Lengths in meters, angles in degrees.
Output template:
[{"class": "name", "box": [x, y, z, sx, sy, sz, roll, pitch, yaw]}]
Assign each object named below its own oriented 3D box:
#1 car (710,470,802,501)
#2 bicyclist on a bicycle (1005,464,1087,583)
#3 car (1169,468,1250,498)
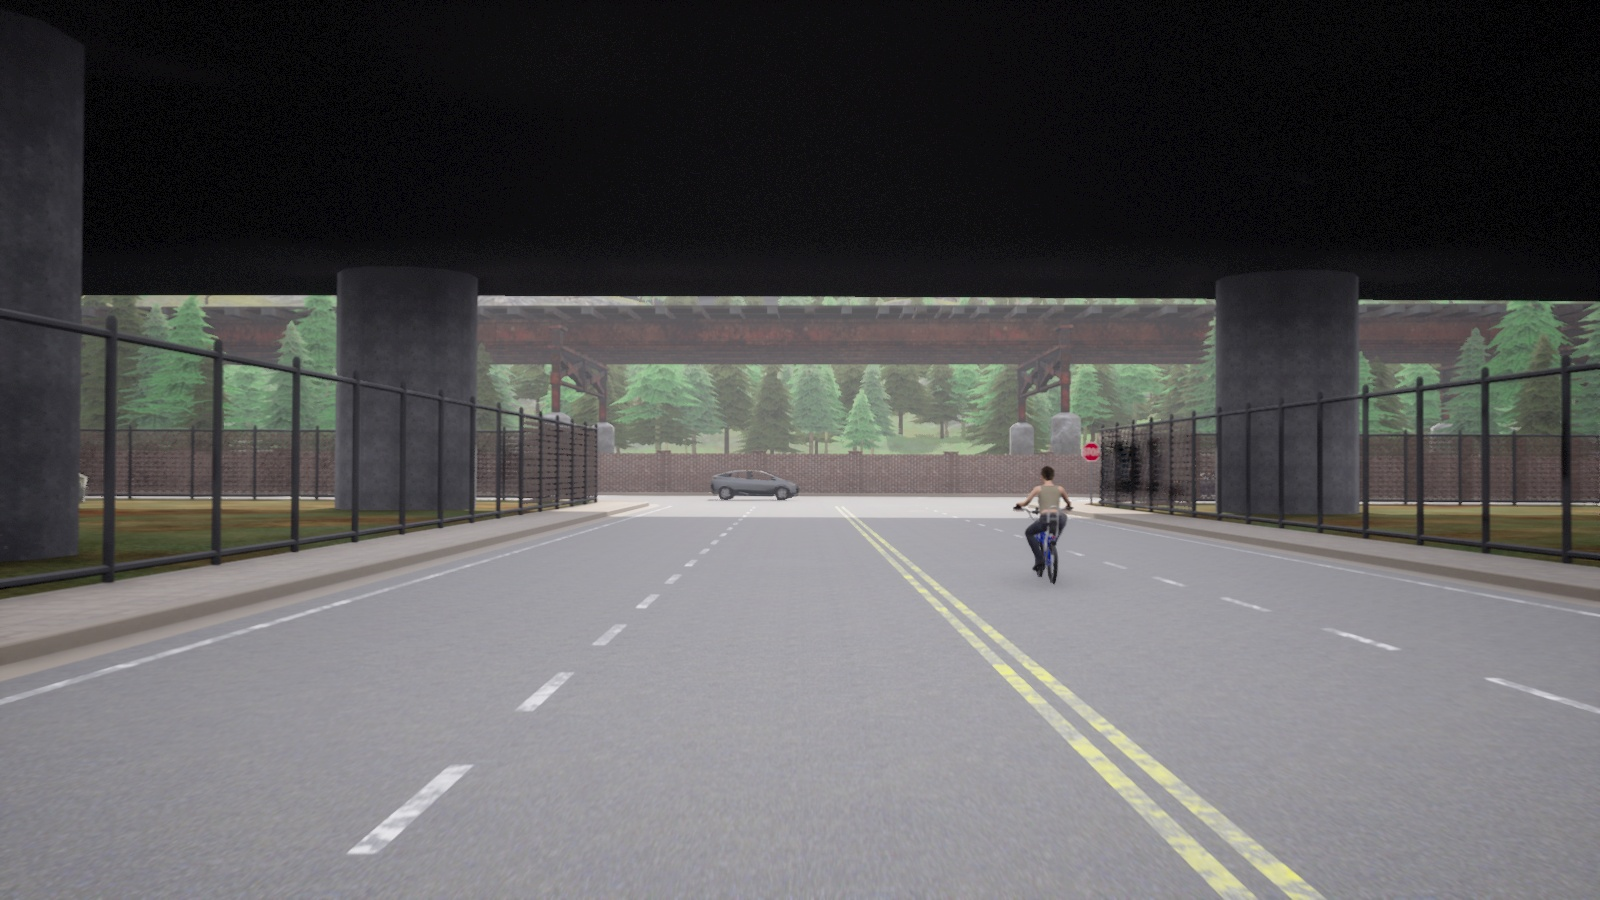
[{"class": "car", "box": [-2.176, 1.756, 63.290, 4.514, 1.525, 2.007, 0, -1, 1]}, {"class": "bicyclist on a bicycle", "box": [3.462, 1.013, 17.790, 0.866, 1.612, 1.509, 0, -1, 0]}, {"class": "car", "box": [21.636, 1.743, 66.431, 3.705, 1.549, 1.789, 0, -1, 1]}]
